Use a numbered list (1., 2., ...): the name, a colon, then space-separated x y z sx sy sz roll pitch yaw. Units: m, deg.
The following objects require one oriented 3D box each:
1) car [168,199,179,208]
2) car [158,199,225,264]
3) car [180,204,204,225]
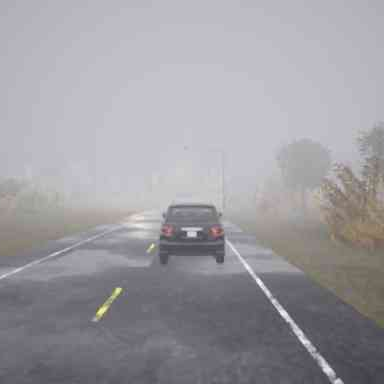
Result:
1. car: -3.548 2.226 64.583 1.837 1.490 4.892 0 -1 0
2. car: 0.005 1.362 12.595 2.150 2.045 5.566 0 0 0
3. car: 0.011 1.818 28.492 1.837 1.490 4.892 0 0 0
